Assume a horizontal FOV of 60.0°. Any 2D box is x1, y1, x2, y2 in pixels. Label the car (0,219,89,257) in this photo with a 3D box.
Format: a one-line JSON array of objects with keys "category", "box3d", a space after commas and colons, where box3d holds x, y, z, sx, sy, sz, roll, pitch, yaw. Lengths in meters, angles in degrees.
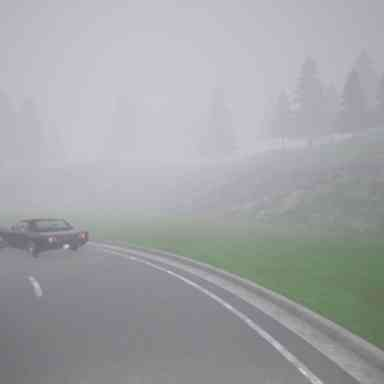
[{"category": "car", "box3d": [-6.401, 1.753, 13.789, 4.718, 1.301, 1.895, -1, -1, 39]}]
